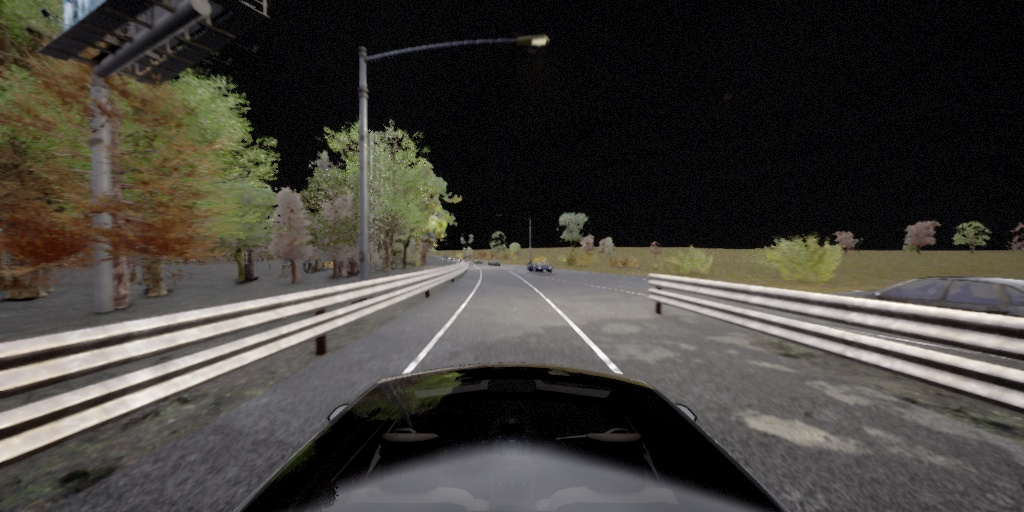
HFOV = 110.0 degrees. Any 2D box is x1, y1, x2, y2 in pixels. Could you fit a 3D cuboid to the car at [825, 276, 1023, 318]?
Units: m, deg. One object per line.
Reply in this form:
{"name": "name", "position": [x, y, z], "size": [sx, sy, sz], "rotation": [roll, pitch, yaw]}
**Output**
{"name": "car", "position": [10.497, 1.172, 8.426], "size": [2.033, 1.411, 5.357], "rotation": [0, 0, -13]}

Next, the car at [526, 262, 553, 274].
{"name": "car", "position": [3.027, 1.326, 40.602], "size": [1.895, 1.301, 4.718], "rotation": [0, 0, -13]}
